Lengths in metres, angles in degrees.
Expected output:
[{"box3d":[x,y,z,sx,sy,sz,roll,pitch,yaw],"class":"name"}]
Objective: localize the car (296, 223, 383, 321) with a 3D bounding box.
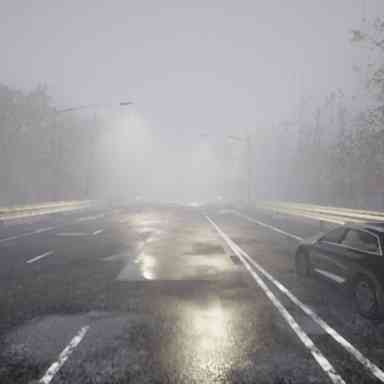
[{"box3d":[3.934,1.452,7.331,2.033,1.649,4.856,0,0,-3],"class":"car"}]
